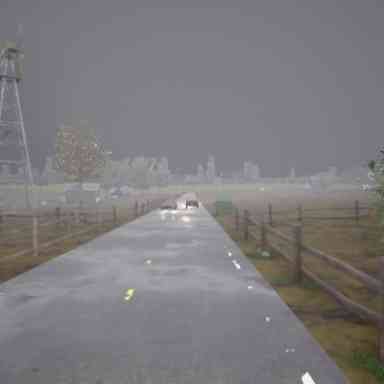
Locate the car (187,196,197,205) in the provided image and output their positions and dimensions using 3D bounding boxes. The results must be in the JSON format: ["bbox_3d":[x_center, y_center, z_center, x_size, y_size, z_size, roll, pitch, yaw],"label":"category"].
[{"bbox_3d":[-0.023,1.593,63.065,1.812,1.442,4.674,0,0,0],"label":"car"}]

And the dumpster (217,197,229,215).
[{"bbox_3d":[3.126,1.423,34.069,1.020,1.700,1.940,1,1,0],"label":"dumpster"}]

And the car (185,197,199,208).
[{"bbox_3d":[0.026,1.529,49.282,1.882,1.535,5.008,0,0,1],"label":"car"}]

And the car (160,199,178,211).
[{"bbox_3d":[-2.851,1.604,41.805,1.994,1.385,4.181,0,0,0],"label":"car"}]
